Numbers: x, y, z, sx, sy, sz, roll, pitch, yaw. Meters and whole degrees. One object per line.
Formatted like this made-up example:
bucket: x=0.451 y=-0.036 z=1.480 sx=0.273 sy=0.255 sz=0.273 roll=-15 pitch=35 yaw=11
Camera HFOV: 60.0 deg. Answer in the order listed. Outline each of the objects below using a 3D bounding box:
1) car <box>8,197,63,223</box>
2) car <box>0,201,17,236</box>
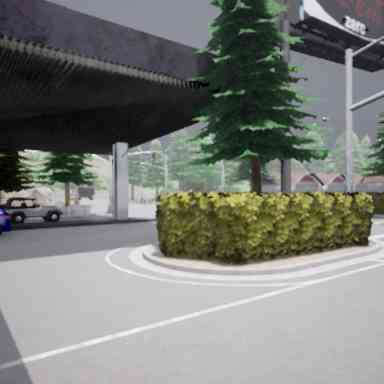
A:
car: x=-11.459 y=1.293 z=23.840 sx=3.866 sy=1.878 sz=1.905 roll=0 pitch=0 yaw=-36
car: x=-11.663 y=1.479 z=16.711 sx=4.611 sy=1.667 sz=2.242 roll=0 pitch=0 yaw=-36
